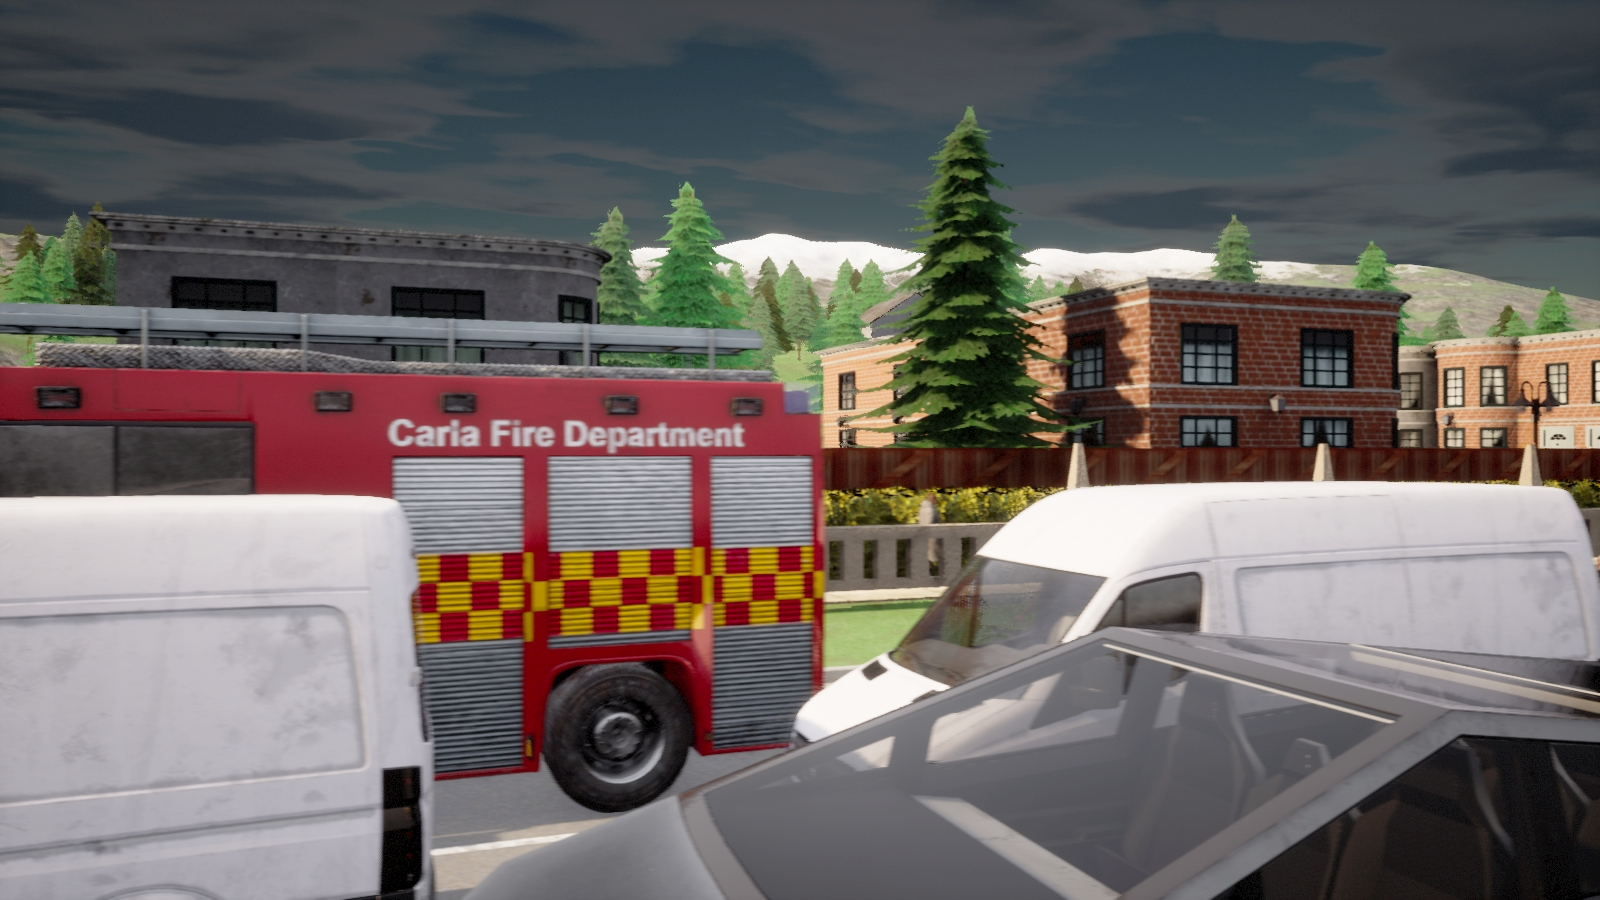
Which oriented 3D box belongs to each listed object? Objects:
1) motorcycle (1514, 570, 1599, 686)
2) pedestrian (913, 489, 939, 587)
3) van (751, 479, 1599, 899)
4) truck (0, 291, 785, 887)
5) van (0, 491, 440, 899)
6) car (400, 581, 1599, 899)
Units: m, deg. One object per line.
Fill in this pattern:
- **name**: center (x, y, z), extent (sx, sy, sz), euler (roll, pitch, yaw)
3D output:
- **motorcycle**: center (10.264, 2.205, 14.505), extent (2.209, 1.251, 0.867), euler (0, 0, -20)
- **pedestrian**: center (2.439, 1.696, 22.191), extent (0.375, 1.860, 0.375), euler (0, 0, -20)
- **van**: center (2.781, 1.534, 8.030), extent (5.915, 2.561, 1.988), euler (0, 0, -20)
- **truck**: center (-4.591, 0.890, 9.073), extent (8.468, 3.827, 2.891), euler (0, 0, -20)
- **van**: center (-4.808, 1.535, 5.271), extent (5.915, 2.561, 1.988), euler (0, 0, -20)
- **car**: center (1.935, 1.754, 4.003), extent (6.274, 2.098, 2.390), euler (0, 0, -20)
